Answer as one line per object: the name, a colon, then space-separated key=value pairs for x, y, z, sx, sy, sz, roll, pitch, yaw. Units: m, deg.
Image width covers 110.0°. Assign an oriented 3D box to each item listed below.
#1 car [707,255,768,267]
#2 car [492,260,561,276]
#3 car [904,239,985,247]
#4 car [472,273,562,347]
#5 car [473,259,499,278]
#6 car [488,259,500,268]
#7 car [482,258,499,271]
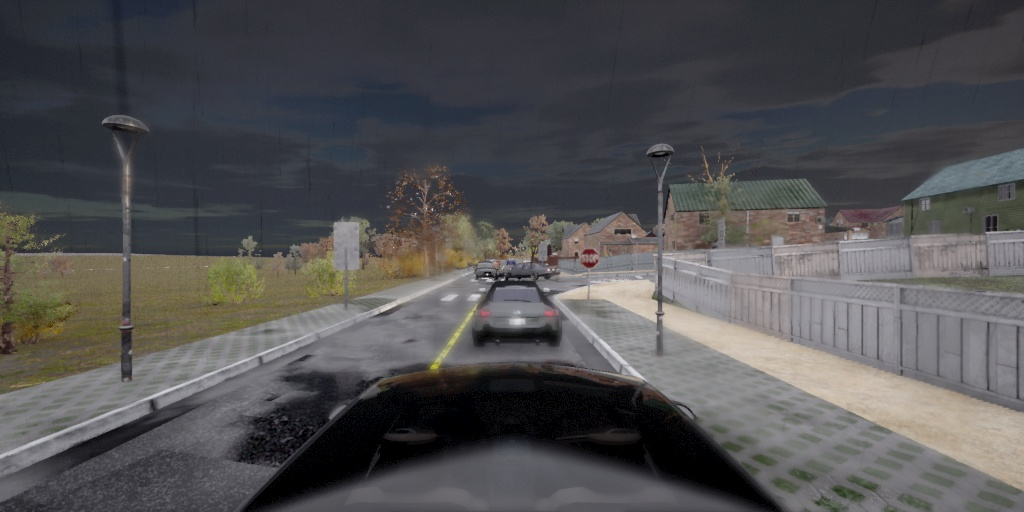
car: x=14.329 y=0.413 z=22.753 sx=4.181 sy=1.385 sz=1.994 roll=-3 pitch=0 yaw=16
car: x=1.263 y=1.198 z=28.340 sx=5.357 sy=1.411 sz=2.033 roll=-4 pitch=-3 yaw=43
car: x=23.837 y=-0.208 z=20.357 sx=4.902 sy=1.511 sz=2.128 roll=-3 pitch=0 yaw=14
car: x=0.081 y=1.313 z=9.322 sx=1.994 sy=1.385 sz=4.181 roll=0 pitch=0 yaw=-1
car: x=-2.332 y=1.258 z=31.241 sx=1.837 sy=1.490 sz=4.892 roll=0 pitch=0 yaw=-8
car: x=-2.996 y=1.256 z=61.094 sx=1.882 sy=1.535 sz=5.008 roll=0 pitch=0 yaw=0
car: x=-2.984 y=1.121 z=51.057 sx=2.097 sy=1.767 sz=4.553 roll=0 pitch=0 yaw=0
